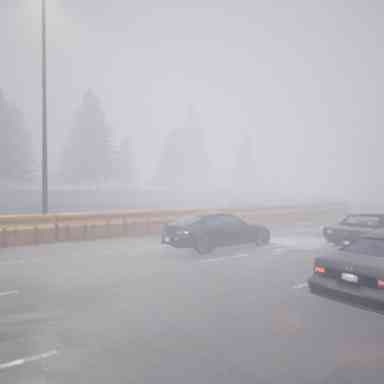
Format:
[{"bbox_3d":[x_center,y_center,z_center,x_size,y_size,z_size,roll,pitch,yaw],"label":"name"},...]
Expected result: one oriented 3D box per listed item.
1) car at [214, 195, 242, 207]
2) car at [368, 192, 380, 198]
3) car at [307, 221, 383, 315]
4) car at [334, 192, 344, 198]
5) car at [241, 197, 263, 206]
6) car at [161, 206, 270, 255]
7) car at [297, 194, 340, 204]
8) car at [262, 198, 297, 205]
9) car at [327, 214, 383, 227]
[{"bbox_3d":[4.922,1.193,42.564,4.553,1.767,2.097,0,0,-41],"label":"car"},{"bbox_3d":[37.445,0.728,68.375,2.097,1.767,4.553,0,0,34],"label":"car"},{"bbox_3d":[4.749,1.502,7.122,5.357,1.411,2.033,0,0,-35],"label":"car"},{"bbox_3d":[32.043,0.710,72.888,1.882,1.535,5.008,0,0,33],"label":"car"},{"bbox_3d":[8.522,1.392,41.041,4.181,1.385,1.994,0,0,-41],"label":"car"},{"bbox_3d":[1.008,1.479,13.053,4.674,1.442,1.812,-1,0,-35],"label":"car"},{"bbox_3d":[13.943,1.296,36.489,5.008,1.535,1.882,0,0,-42],"label":"car"},{"bbox_3d":[10.542,1.429,38.131,4.718,1.301,1.895,0,0,-41],"label":"car"},{"bbox_3d":[7.376,1.524,13.272,4.718,1.301,1.895,0,0,-36],"label":"car"}]
